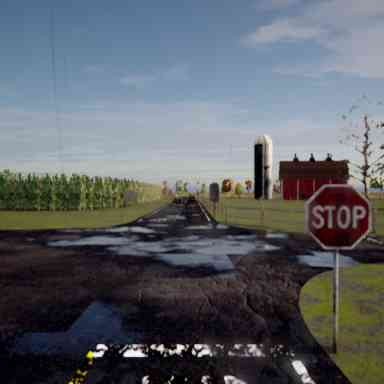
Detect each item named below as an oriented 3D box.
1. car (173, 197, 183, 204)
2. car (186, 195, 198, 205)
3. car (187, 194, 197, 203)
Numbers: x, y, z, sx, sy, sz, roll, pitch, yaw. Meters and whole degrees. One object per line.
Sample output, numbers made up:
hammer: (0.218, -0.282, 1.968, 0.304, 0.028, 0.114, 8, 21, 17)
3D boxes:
car: (-2.722, 1.608, 65.439, 1.994, 1.385, 4.181, 0, 0, 0)
car: (0.026, 1.541, 60.824, 1.837, 1.490, 4.892, 0, 0, 0)
car: (0.028, 1.335, 71.229, 2.097, 1.767, 4.553, 0, 0, 0)
